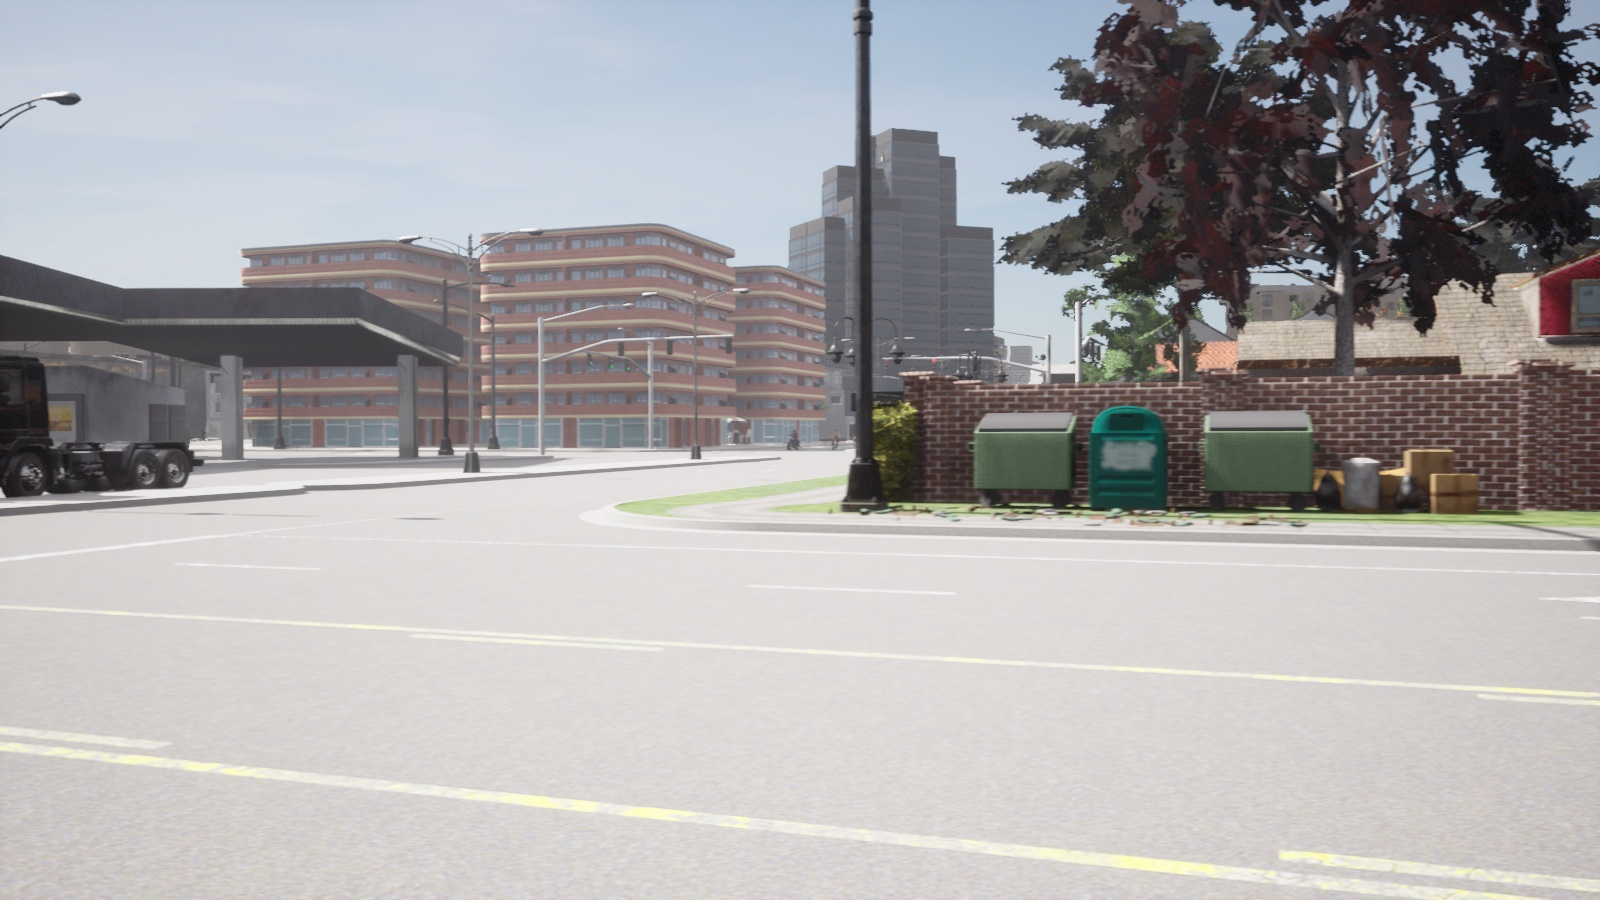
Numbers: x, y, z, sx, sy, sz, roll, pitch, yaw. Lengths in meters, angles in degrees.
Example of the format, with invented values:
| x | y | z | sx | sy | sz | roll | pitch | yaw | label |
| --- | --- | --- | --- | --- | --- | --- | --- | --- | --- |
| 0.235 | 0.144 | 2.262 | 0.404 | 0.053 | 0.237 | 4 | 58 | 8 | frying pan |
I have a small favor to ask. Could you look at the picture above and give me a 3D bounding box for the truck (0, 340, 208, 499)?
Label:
| x | y | z | sx | sy | sz | roll | pitch | yaw | label |
| --- | --- | --- | --- | --- | --- | --- | --- | --- | --- |
| -18.317 | -0.718 | 30.745 | 2.891 | 3.462 | 7.936 | 0 | 1 | 10 | truck |
